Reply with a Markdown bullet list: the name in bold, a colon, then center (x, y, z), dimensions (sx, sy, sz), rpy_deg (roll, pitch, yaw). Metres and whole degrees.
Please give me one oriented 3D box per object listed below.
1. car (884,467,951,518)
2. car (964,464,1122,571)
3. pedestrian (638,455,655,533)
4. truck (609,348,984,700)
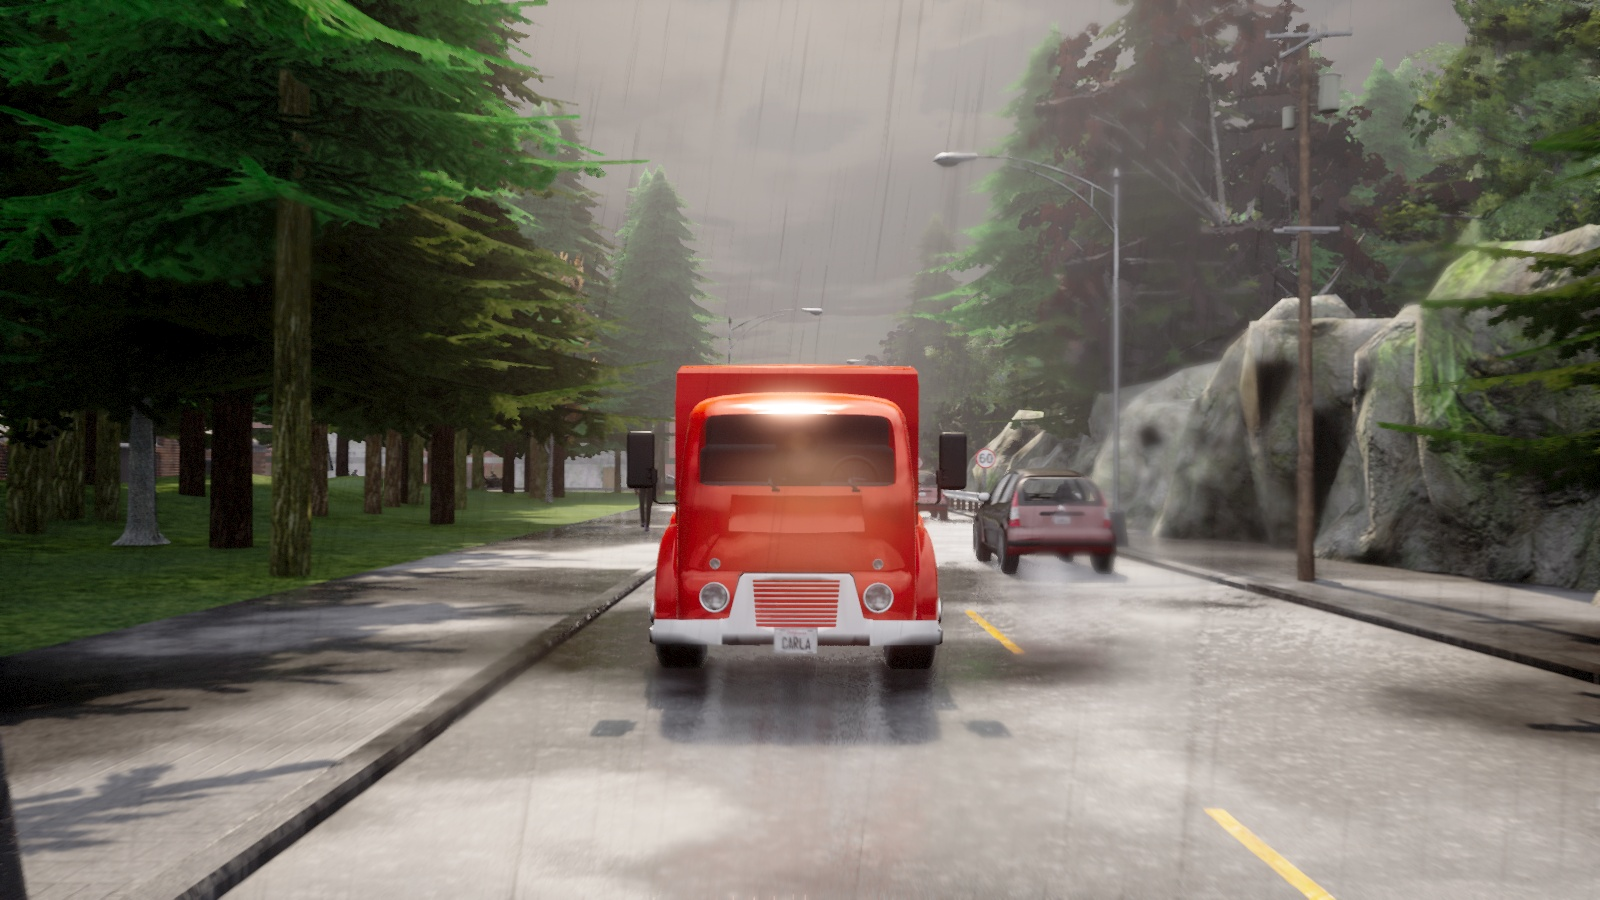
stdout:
- **car**: center (3.890, 1.404, 42.245), dimensions (1.851, 1.617, 3.988), rpy_deg (0, -1, 0)
- **car**: center (3.950, 1.050, 21.066), dimensions (1.851, 1.617, 3.988), rpy_deg (0, -1, 0)
- **pedestrian**: center (-3.646, 1.039, 29.891), dimensions (0.328, 1.805, 0.869), rpy_deg (0, -1, -2)
- **truck**: center (-0.029, 0.498, 11.448), dimensions (2.627, 2.467, 5.204), rpy_deg (0, 1, 0)
